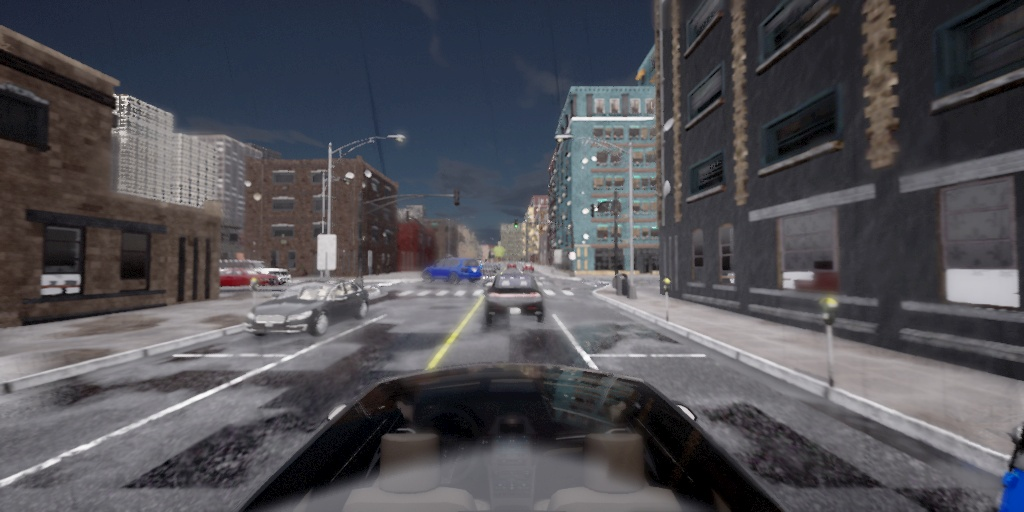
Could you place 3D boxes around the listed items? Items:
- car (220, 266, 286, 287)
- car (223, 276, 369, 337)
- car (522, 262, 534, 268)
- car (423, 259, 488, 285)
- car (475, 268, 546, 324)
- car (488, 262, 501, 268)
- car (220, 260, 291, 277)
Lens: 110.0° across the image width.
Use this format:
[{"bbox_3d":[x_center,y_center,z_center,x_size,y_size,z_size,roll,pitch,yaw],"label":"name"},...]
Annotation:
[{"bbox_3d":[-19.300,1.610,25.810,4.507,1.381,1.888,0,0,1],"label":"car"},{"bbox_3d":[-5.693,1.392,10.568,2.007,1.370,4.403,0,0,0],"label":"car"},{"bbox_3d":[2.676,1.787,59.953,1.967,1.591,4.097,0,0,0],"label":"car"},{"bbox_3d":[-4.961,1.256,29.404,5.566,2.045,2.150,-1,-2,40],"label":"car"},{"bbox_3d":[0.096,1.353,12.483,2.128,1.511,4.902,0,-1,0],"label":"car"},{"bbox_3d":[-3.093,1.740,50.437,2.128,1.511,4.902,0,0,0],"label":"car"},{"bbox_3d":[-20.758,1.378,28.571,5.566,2.045,2.150,0,-2,1],"label":"car"}]
